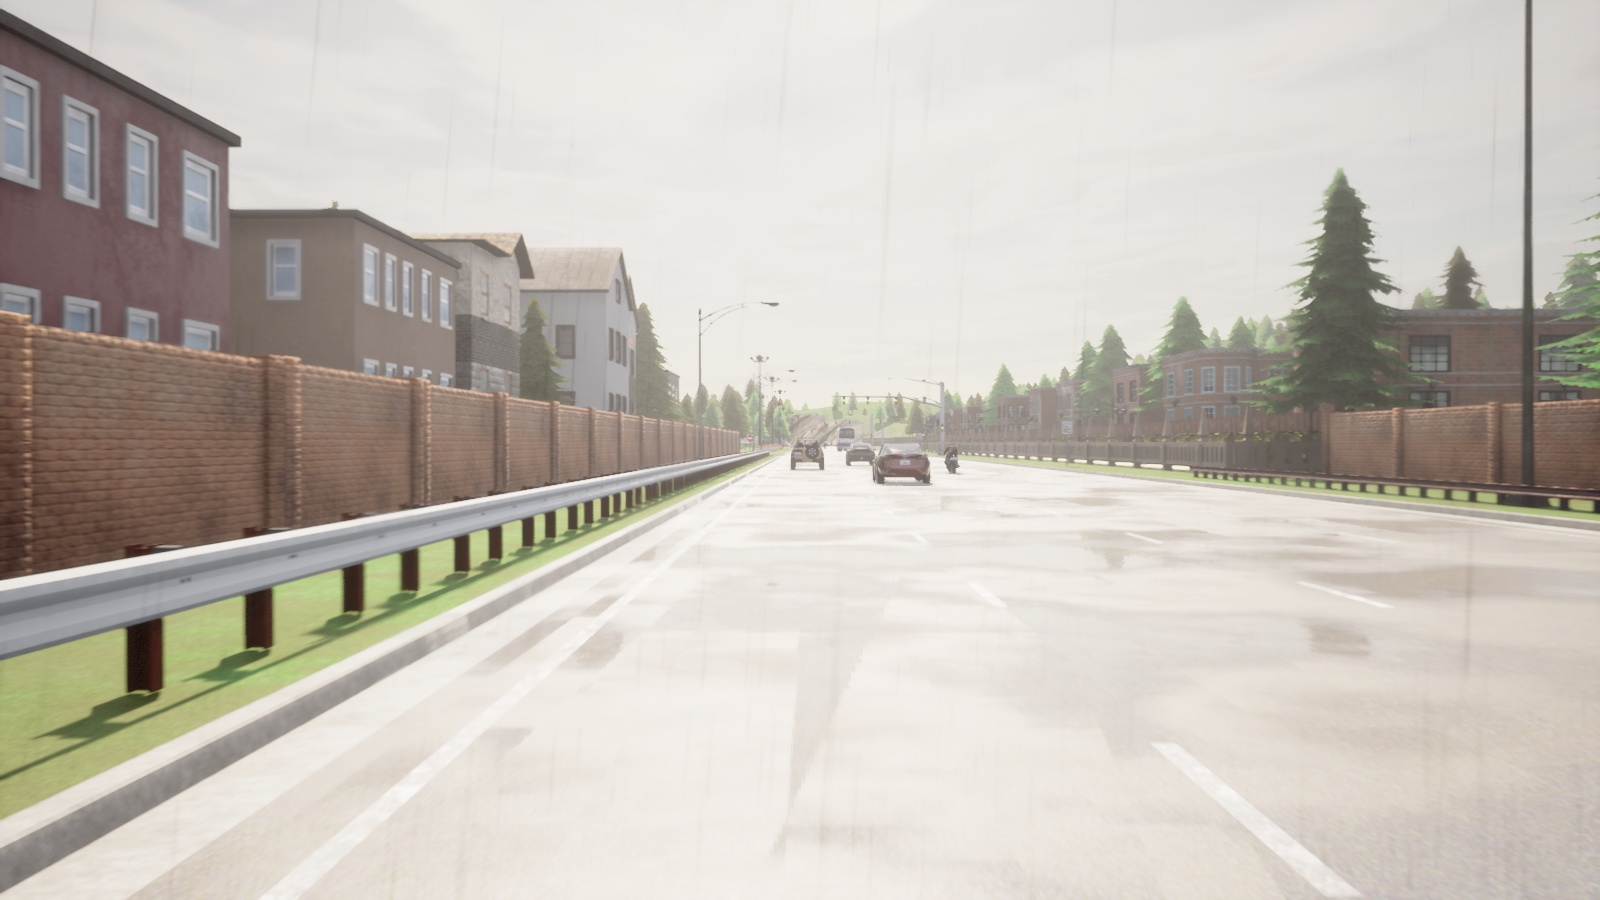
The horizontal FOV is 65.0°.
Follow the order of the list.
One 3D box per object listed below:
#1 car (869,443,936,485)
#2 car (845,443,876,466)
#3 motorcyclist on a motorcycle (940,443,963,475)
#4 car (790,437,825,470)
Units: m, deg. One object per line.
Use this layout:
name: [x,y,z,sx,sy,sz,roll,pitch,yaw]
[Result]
car: [3.784,0.484,47.361,2.163,1.488,4.792,0,0,0]
car: [3.987,0.289,82.980,1.837,1.490,4.892,0,0,0]
motorcyclist on a motorcycle: [7.362,0.445,61.047,0.866,1.530,2.191,0,0,0]
car: [0.424,0.161,71.944,1.932,1.855,4.605,0,1,0]
